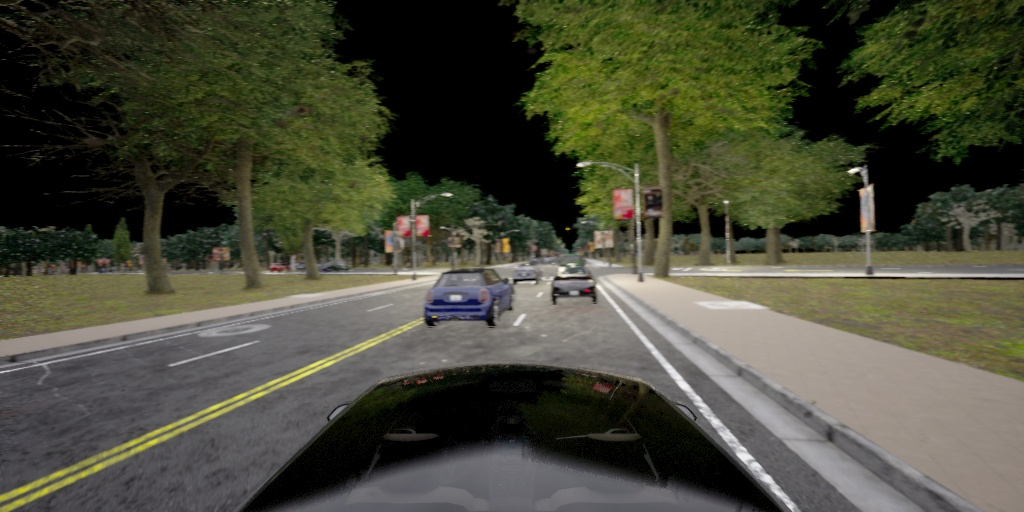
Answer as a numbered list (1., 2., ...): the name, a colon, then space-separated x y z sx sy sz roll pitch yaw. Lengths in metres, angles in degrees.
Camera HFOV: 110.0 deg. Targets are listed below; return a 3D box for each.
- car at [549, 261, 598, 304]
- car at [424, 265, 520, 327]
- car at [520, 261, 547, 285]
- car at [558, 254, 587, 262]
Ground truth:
1. car: 2.736 1.183 15.926 2.128 1.511 4.902 -2 0 9
2. car: -1.208 1.168 12.020 2.097 1.767 4.553 -2 0 9
3. car: 1.207 1.319 26.564 2.033 1.411 5.357 -2 0 9
4. car: 5.004 0.874 29.677 2.150 2.045 5.566 -2 0 9
